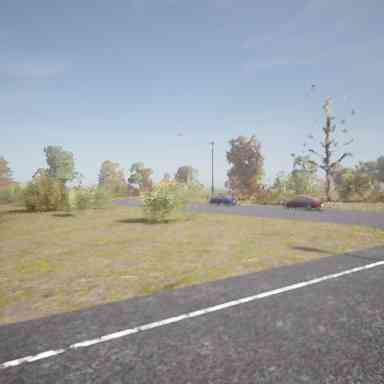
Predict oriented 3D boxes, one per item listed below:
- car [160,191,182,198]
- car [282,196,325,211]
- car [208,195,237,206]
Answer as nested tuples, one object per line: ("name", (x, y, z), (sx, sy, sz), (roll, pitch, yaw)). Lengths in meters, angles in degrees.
("car", (-3.199, 0.871, 43.876), (2.150, 2.045, 5.566), (-1, 1, -37))
("car", (11.868, 1.172, 35.600), (1.812, 1.442, 4.674), (-1, 1, -37))
("car", (4.181, 1.114, 45.730), (1.812, 1.442, 4.674), (-1, 1, -37))
